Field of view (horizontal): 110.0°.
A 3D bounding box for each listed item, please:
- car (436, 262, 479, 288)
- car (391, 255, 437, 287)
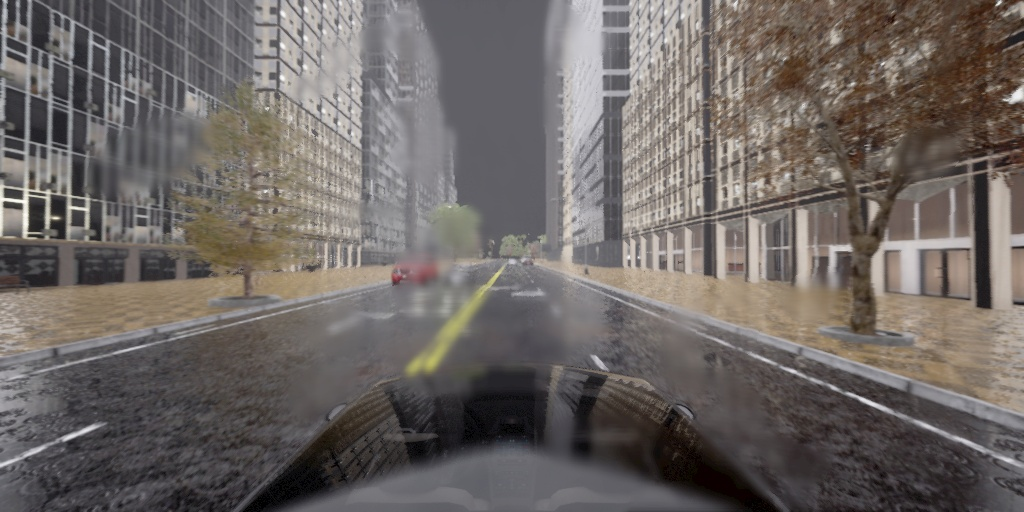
[{"bbox_3d":[-3.252,1.241,23.654,2.128,1.511,4.902,0,0,1],"label":"car"},{"bbox_3d":[-6.487,0.971,24.786,2.150,2.045,5.566,0,0,0],"label":"car"}]
